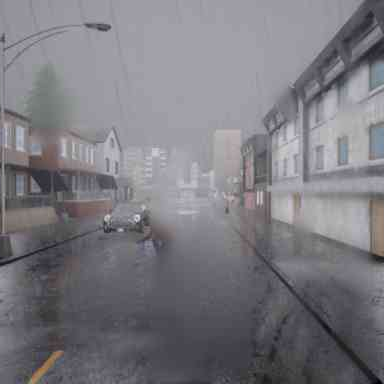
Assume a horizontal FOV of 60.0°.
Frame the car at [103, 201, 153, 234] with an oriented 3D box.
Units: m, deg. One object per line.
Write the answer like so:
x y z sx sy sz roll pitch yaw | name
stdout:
-3.586 1.351 19.241 2.097 1.767 4.553 0 0 2 | car

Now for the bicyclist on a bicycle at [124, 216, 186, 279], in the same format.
-0.998 1.450 8.770 1.656 1.620 0.582 -2 0 2 | bicyclist on a bicycle
